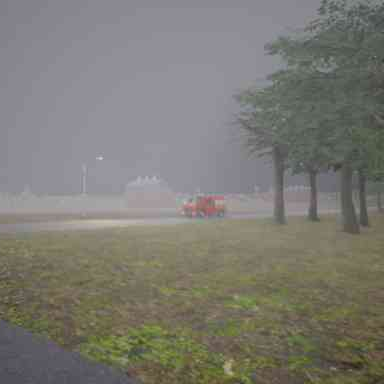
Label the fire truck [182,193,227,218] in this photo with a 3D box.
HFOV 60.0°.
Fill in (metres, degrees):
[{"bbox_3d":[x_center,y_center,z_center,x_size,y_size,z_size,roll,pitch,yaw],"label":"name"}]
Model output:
[{"bbox_3d":[2.133,2.115,52.989,2.891,3.827,8.468,-1,-3,39],"label":"fire truck"}]
